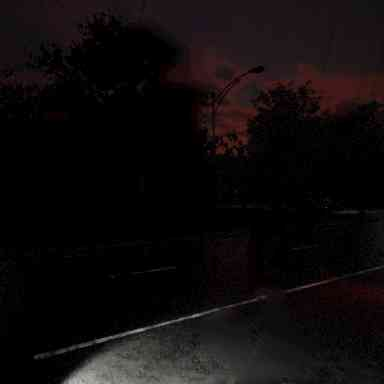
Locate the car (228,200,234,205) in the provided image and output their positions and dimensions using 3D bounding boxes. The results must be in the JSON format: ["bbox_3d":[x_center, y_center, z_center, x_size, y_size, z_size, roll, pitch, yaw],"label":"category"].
[{"bbox_3d":[4.599,1.488,53.996,1.895,1.301,4.718,0,0,-37],"label":"car"}]

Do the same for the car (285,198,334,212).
[{"bbox_3d":[12.872,1.405,37.448,1.837,1.490,4.892,0,0,-37],"label":"car"}]

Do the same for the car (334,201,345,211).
[{"bbox_3d":[15.713,1.410,39.496,1.812,1.442,4.674,0,0,-37],"label":"car"}]

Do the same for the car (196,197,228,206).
[{"bbox_3d":[2.733,1.503,50.675,1.895,1.301,4.718,0,0,-37],"label":"car"}]

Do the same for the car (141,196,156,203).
[{"bbox_3d":[-7.980,1.505,64.801,2.033,1.411,5.357,0,0,-37],"label":"car"}]

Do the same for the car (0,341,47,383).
[{"bbox_3d":[-2.861,1.562,1.644,4.181,1.385,1.994,0,0,-36],"label":"car"}]
